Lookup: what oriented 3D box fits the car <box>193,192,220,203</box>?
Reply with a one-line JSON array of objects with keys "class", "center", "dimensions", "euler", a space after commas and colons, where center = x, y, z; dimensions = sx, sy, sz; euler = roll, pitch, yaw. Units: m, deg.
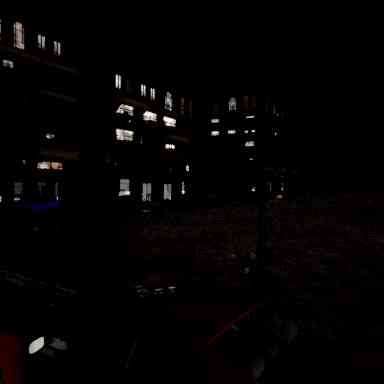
[{"class": "car", "center": [2.288, 0.808, 51.384], "dimensions": [2.008, 1.369, 4.403], "euler": [2, 2, 35]}]

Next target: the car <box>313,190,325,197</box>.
[{"class": "car", "center": [28.898, 0.259, 75.639], "dimensions": [1.882, 1.535, 5.008], "euler": [1, 1, 35]}]

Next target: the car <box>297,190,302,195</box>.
[{"class": "car", "center": [27.682, 0.116, 87.990], "dimensions": [1.887, 1.381, 4.507], "euler": [2, 2, 35]}]

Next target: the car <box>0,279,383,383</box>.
[{"class": "car", "center": [-0.314, 1.544, 3.089], "dimensions": [4.507, 1.381, 1.887], "euler": [0, 0, 36]}]

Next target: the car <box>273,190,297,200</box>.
[{"class": "car", "center": [15.619, 0.676, 55.899], "dimensions": [1.752, 1.417, 4.829], "euler": [2, 2, 35]}]

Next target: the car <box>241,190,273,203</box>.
[{"class": "car", "center": [9.173, 0.877, 46.608], "dimensions": [2.008, 1.369, 4.403], "euler": [2, 2, 35]}]

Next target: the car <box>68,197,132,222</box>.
[{"class": "car", "center": [-6.698, 1.329, 23.730], "dimensions": [1.947, 1.339, 4.313], "euler": [2, 2, 35]}]

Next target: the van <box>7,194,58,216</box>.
[{"class": "van", "center": [-13.581, 1.036, 28.500], "dimensions": [1.690, 1.788, 3.998], "euler": [2, 2, 35]}]

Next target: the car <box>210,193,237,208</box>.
[{"class": "car", "center": [2.824, 1.051, 37.456], "dimensions": [2.008, 1.369, 4.403], "euler": [2, 2, 35]}]

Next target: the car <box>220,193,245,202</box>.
[{"class": "car", "center": [6.428, 0.827, 52.689], "dimensions": [1.895, 1.301, 4.718], "euler": [1, 1, 35]}]

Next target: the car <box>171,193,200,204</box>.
[{"class": "car", "center": [-0.886, 0.910, 46.809], "dimensions": [1.947, 1.339, 4.313], "euler": [2, 2, 35]}]

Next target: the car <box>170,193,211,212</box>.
[{"class": "car", "center": [-0.350, 1.132, 32.880], "dimensions": [1.887, 1.381, 4.507], "euler": [2, 2, 35]}]

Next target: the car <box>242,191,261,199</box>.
[{"class": "car", "center": [11.714, 0.526, 64.971], "dimensions": [1.752, 1.417, 4.829], "euler": [2, 2, 35]}]

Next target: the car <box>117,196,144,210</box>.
[{"class": "car", "center": [-7.182, 1.144, 33.208], "dimensions": [2.033, 1.411, 5.357], "euler": [1, 1, 35]}]

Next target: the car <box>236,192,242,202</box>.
[{"class": "car", "center": [8.158, 0.752, 49.726], "dimensions": [1.882, 1.535, 5.008], "euler": [1, 1, 34]}]

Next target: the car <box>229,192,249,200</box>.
[{"class": "car", "center": [8.636, 0.650, 60.536], "dimensions": [1.947, 1.339, 4.313], "euler": [2, 2, 35]}]
